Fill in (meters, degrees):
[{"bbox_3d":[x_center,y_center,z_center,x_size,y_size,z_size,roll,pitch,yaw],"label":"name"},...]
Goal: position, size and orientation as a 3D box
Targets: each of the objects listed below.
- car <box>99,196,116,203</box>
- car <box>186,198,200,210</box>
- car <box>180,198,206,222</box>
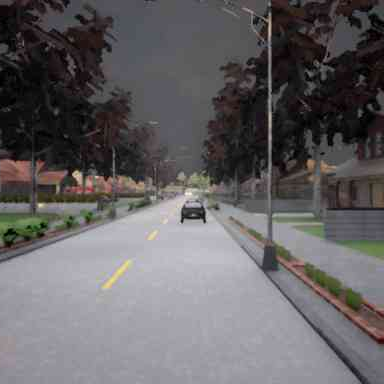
[{"bbox_3d":[-16.620,1.347,60.390,5.357,1.415,2.033,0,0,0],"label":"car"},{"bbox_3d":[0.109,1.540,43.893,1.812,1.442,4.674,0,0,0],"label":"car"},{"bbox_3d":[0.101,1.486,26.112,1.882,1.535,5.008,0,0,0],"label":"car"}]
